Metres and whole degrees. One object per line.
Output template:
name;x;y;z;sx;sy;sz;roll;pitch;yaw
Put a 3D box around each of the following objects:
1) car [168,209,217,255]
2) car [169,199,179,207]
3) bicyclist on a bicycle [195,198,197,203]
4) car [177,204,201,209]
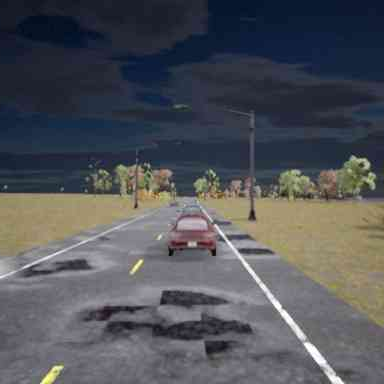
car;0.032;1.678;13.889;1.812;1.442;4.674;0;0;1
car;-3.487;2.202;65.382;1.837;1.490;4.892;0;-1;1
bicyclist on a bicycle;0.997;2.360;86.743;0.866;1.612;1.509;0;-1;0
car;0.022;1.847;27.524;2.033;1.411;5.357;0;-1;0
